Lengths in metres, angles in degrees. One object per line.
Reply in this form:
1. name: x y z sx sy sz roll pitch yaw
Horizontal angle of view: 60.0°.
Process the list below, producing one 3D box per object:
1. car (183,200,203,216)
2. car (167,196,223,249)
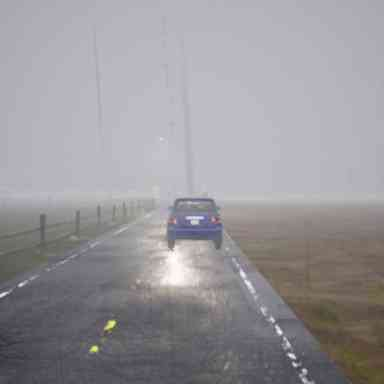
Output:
1. car: 0.105 1.513 32.654 1.812 1.442 4.674 0 0 0
2. car: 0.103 1.205 14.646 2.150 2.045 5.566 0 -1 0
